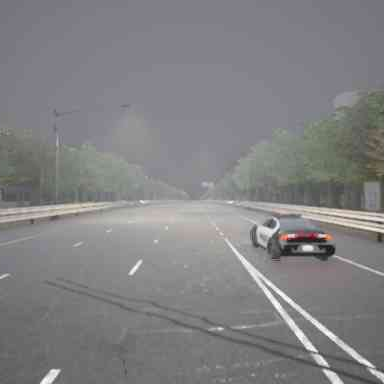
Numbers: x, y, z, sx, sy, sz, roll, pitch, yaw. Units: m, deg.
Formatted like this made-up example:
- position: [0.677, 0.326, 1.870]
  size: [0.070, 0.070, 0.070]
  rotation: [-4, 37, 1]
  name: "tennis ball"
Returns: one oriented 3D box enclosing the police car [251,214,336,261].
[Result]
- position: [3.642, 1.638, 13.051]
  size: [2.038, 1.542, 4.974]
  rotation: [0, 0, -2]
  name: "police car"
